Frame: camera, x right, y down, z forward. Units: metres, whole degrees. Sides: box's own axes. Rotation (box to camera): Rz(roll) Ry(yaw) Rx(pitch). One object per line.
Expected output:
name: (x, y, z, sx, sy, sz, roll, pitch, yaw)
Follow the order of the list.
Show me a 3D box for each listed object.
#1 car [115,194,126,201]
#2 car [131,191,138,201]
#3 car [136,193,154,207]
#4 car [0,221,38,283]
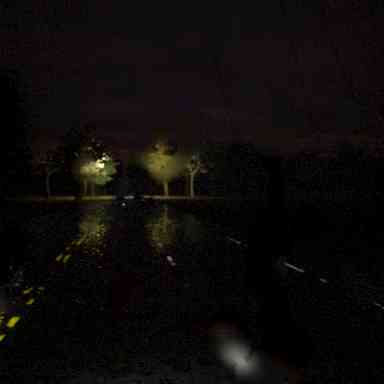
car: (-15.238, 1.185, 71.276, 1.812, 1.442, 4.674, 1, 0, -8)
car: (-11.826, 1.041, 73.299, 2.097, 1.767, 4.553, 1, 0, -12)
car: (-6.506, 1.353, 47.610, 2.128, 1.511, 4.902, 1, 0, -12)
car: (-5.685, 1.503, 9.149, 1.994, 1.385, 4.181, 1, 0, -12)
